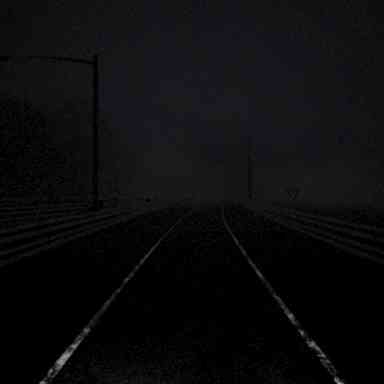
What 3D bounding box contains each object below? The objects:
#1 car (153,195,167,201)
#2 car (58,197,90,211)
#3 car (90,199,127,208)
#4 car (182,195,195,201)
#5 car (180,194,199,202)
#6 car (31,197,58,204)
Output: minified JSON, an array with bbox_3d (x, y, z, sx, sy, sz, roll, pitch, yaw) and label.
[{"bbox_3d":[-6.922,1.383,73.006,2.128,1.511,4.902,0,0,15],"label":"car"},{"bbox_3d":[-12.246,1.288,36.645,1.837,1.490,4.892,0,0,13],"label":"car"},{"bbox_3d":[-8.760,1.382,36.311,1.895,1.301,4.718,0,0,13],"label":"car"},{"bbox_3d":[-0.765,1.471,82.086,1.895,1.301,4.718,0,0,16],"label":"car"},{"bbox_3d":[-0.469,1.448,70.067,1.895,1.301,4.718,0,0,15],"label":"car"},{"bbox_3d":[-15.750,1.288,37.001,1.837,1.490,4.892,0,0,13],"label":"car"}]
